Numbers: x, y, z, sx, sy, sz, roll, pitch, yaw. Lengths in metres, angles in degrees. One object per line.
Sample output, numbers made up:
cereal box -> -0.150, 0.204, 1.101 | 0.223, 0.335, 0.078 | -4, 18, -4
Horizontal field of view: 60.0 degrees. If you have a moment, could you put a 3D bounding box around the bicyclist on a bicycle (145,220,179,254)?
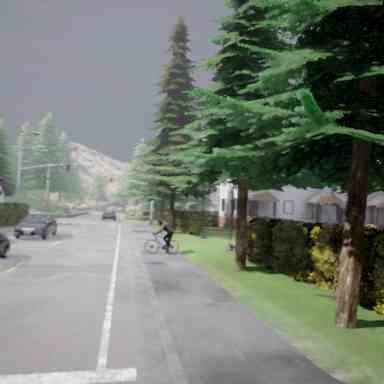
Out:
bicyclist on a bicycle -> -1.402, 2.162, 15.888 | 1.656, 1.620, 0.582 | 3, -3, -12

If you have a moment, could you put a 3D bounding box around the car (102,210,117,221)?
car -> -12.133, 3.412, 48.841 | 2.128, 1.511, 4.902 | 3, -3, -11

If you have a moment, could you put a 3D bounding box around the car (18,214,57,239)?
car -> -10.381, 2.258, 22.412 | 2.128, 1.511, 4.902 | 3, -3, -11

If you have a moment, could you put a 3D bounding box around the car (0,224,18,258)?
car -> -8.287, 1.946, 12.240 | 1.994, 1.385, 4.181 | 3, -3, -12
